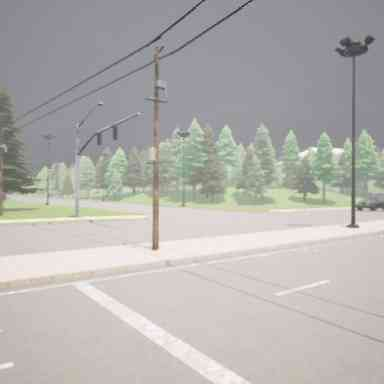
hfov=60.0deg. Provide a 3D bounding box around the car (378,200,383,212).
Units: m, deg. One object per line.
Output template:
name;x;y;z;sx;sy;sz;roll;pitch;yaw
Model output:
car;26.354;1.968;42.738;4.718;1.301;1.895;1;0;-35

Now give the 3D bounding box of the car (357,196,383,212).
car;25.261;1.598;46.253;5.566;2.045;2.150;1;0;-35
